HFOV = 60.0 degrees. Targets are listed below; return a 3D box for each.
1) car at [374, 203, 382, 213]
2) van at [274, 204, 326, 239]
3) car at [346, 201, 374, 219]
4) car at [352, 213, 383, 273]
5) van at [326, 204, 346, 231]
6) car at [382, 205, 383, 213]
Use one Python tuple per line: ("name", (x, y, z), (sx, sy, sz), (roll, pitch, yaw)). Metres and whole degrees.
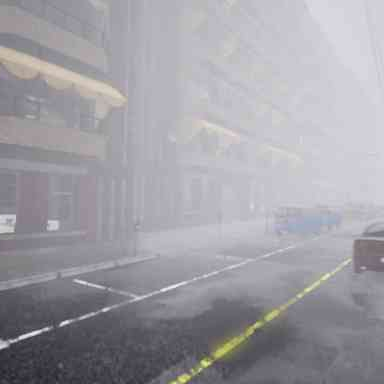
("car", (19.258, 1.965, 37.074), (2.192, 1.841, 5.009), (2, 0, 36))
("van", (6.160, 1.637, 19.248), (1.690, 1.788, 3.998), (2, 0, 36))
("car", (15.984, 1.875, 32.618), (2.192, 1.841, 5.009), (2, 0, 36))
("car", (6.529, 1.663, 10.646), (1.882, 1.535, 5.008), (0, -1, 36))
("van", (9.435, 1.724, 23.706), (1.690, 1.788, 3.998), (2, 0, 36))
("car", (22.466, 2.204, 37.179), (1.812, 1.442, 4.674), (0, -1, 37))
